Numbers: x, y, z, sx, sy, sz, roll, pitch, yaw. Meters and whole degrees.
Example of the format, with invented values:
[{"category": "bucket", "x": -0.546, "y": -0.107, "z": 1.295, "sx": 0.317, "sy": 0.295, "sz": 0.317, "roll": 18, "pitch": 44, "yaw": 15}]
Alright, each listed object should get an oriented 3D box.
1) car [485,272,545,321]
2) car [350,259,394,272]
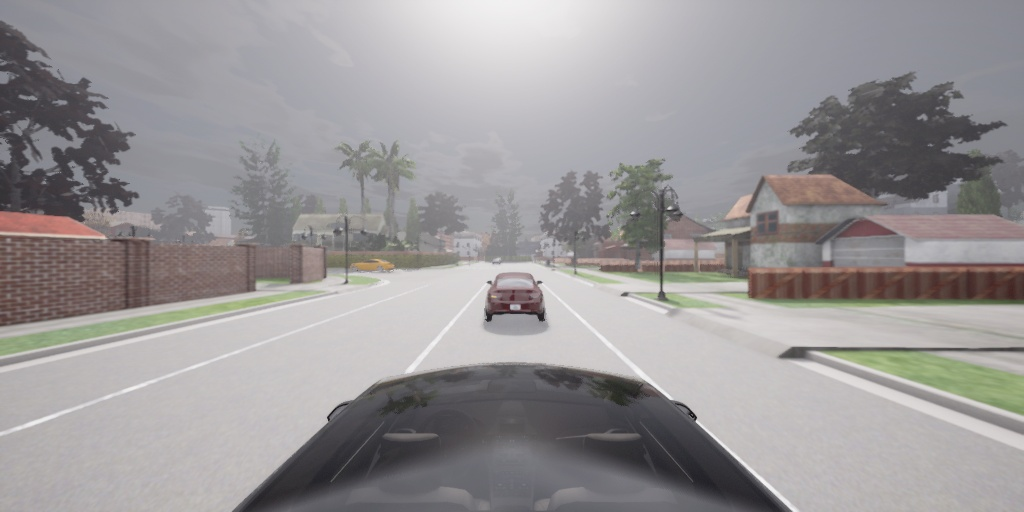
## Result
[{"category": "car", "x": 0.095, "y": 1.276, "z": 12.400, "sx": 1.812, "sy": 1.442, "sz": 4.674, "roll": 0, "pitch": 0, "yaw": 0}, {"category": "car", "x": -16.457, "y": 1.106, "z": 42.189, "sx": 5.008, "sy": 1.535, "sz": 1.882, "roll": 1, "pitch": -1, "yaw": 6}]
